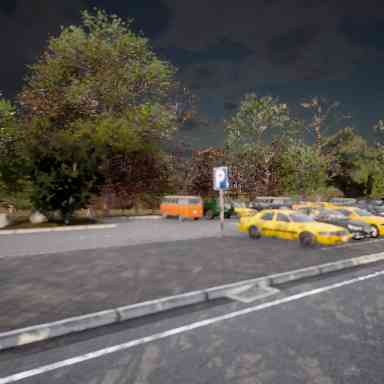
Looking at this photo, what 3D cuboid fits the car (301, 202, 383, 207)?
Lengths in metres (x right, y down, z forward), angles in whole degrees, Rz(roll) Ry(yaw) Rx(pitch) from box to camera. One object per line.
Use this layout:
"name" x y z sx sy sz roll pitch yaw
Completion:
"car" 8.825 1.577 18.565 2.097 1.535 5.008 1 -1 -35

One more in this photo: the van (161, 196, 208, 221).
"van" -1.001 1.313 27.761 1.878 1.987 4.442 1 -1 -35

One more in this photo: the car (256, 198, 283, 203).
"car" 5.930 1.683 32.548 2.231 1.521 4.892 1 -1 -35

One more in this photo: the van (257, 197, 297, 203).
"van" 8.119 1.511 34.259 1.878 1.987 4.442 1 -1 -35

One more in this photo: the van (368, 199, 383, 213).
"van" 28.432 2.019 48.448 1.878 1.987 4.442 2 -1 -35

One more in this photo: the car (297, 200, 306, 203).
"car" 10.458 1.666 35.744 2.185 1.767 4.553 1 -1 -35

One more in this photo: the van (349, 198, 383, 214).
"van" 24.043 1.897 45.319 1.878 1.987 4.442 1 -1 -35

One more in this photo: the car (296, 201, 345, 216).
"car" 14.953 1.902 38.979 2.097 1.535 5.008 1 -1 -35

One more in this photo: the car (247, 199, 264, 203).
"car" 3.781 1.625 30.797 1.946 1.575 5.366 1 -1 -35

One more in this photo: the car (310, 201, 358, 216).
"car" 17.209 1.958 40.586 2.231 1.521 4.892 1 -1 -35

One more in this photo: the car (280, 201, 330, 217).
"car" 12.595 1.844 37.299 2.097 1.535 5.008 1 -1 -35

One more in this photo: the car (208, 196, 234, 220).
"car" 1.407 1.328 29.366 2.435 2.045 5.566 1 -1 -35

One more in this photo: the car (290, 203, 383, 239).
"car" 6.568 1.539 16.956 2.231 1.521 4.892 1 -1 -35

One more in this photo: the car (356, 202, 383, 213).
"car" 26.224 2.177 47.023 2.097 1.535 5.008 1 -1 -35

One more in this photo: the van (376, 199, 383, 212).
"van" 30.660 2.124 50.321 1.878 1.987 4.442 3 -1 -35

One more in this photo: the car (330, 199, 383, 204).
"car" 11.074 1.500 20.198 2.185 1.767 4.553 1 -1 -35

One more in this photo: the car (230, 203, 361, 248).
"car" 4.424 1.504 15.194 1.946 1.575 5.366 1 -1 -35
